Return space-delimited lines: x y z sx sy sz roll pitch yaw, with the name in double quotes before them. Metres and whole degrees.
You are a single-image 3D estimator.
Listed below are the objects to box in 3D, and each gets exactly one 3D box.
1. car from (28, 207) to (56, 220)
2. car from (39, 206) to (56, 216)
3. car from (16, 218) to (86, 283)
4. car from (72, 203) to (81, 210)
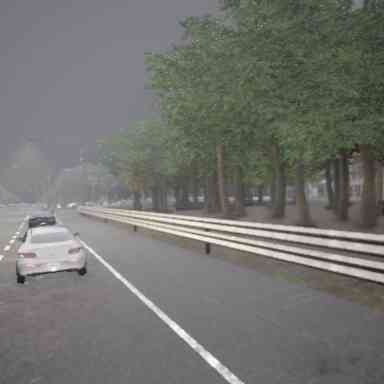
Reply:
"car" -12.013 2.265 26.758 1.882 1.535 5.008 -2 -1 -25
"car" -24.508 3.188 56.441 1.895 1.301 4.718 -2 -1 -16
"car" -4.610 1.828 10.816 1.812 1.442 4.674 -2 -1 -25
"car" -27.670 3.476 81.070 1.812 1.442 4.674 -2 0 3
